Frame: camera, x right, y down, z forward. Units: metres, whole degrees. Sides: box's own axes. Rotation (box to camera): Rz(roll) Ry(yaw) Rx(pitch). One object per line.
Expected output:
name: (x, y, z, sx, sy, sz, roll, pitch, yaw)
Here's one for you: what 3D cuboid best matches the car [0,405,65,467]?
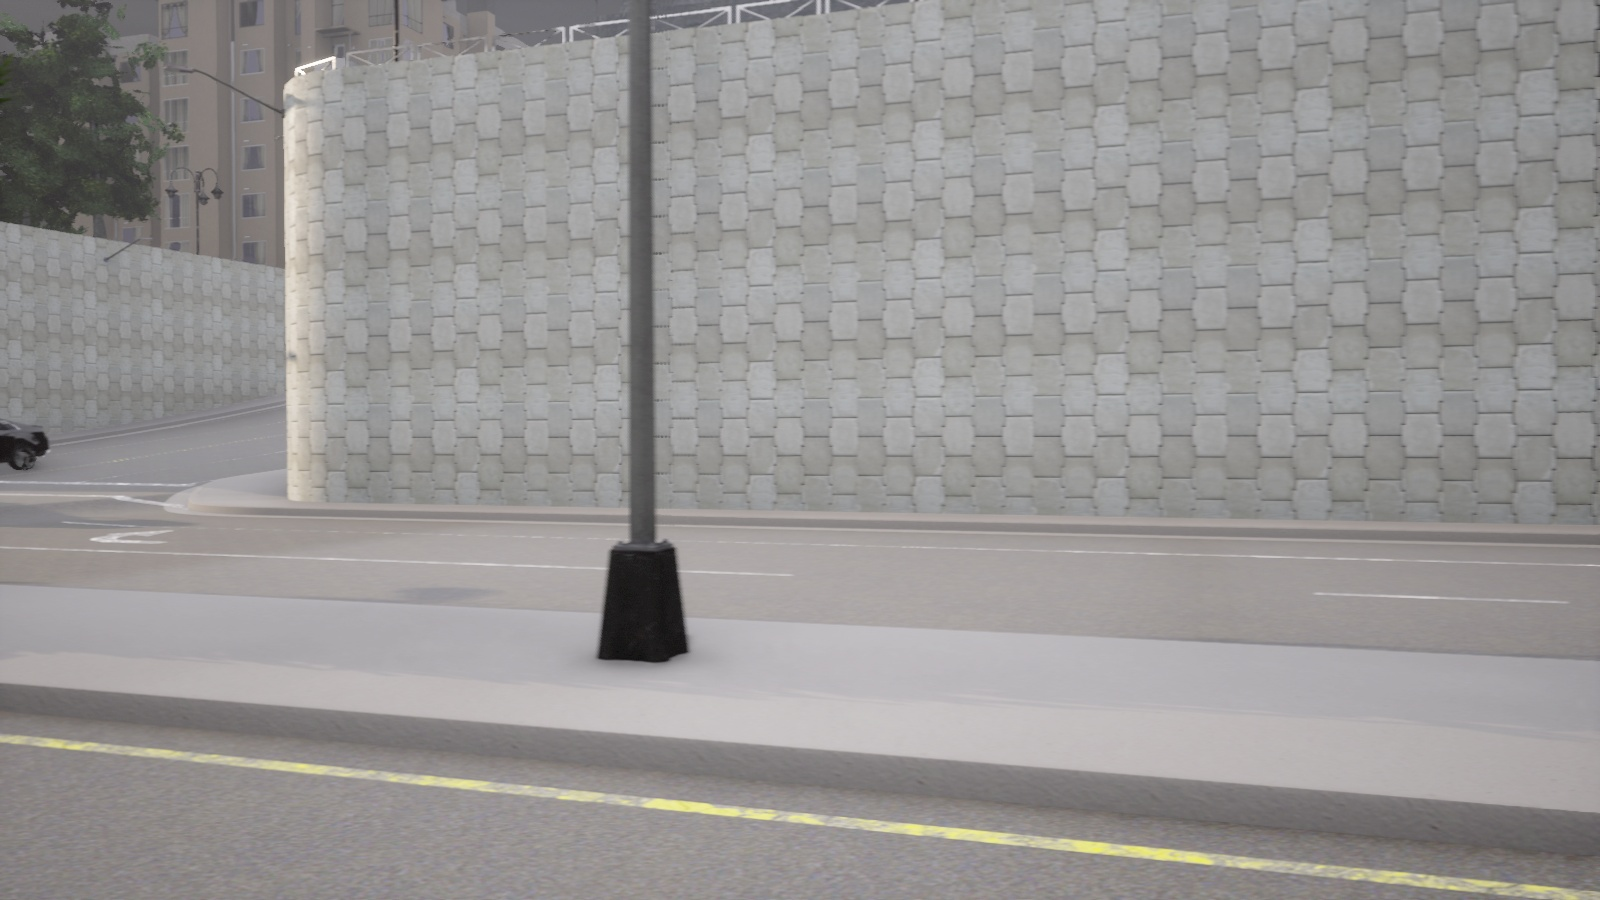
car: (-22.159, -0.263, 32.699, 2.128, 1.511, 4.902, 1, 6, 20)
